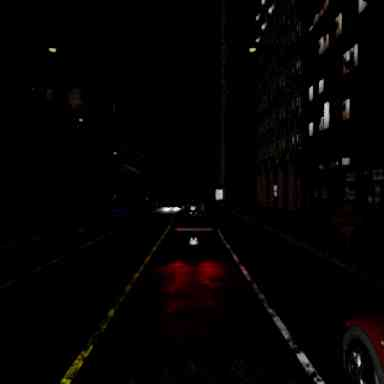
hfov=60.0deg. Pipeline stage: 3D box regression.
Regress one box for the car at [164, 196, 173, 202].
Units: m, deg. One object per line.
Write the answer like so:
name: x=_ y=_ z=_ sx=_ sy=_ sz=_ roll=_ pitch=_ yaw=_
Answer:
car: x=-5.680 y=1.707 z=81.357 sx=2.008 sy=1.369 sz=4.403 roll=0 pitch=0 yaw=0

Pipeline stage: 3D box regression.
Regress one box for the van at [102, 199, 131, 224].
van: x=-5.687 y=1.381 z=24.873 sx=1.690 sy=1.788 sz=3.998 roll=0 pitch=0 yaw=0

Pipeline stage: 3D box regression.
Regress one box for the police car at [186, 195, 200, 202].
police car: x=0.258 y=1.580 z=80.855 sx=1.930 sy=1.638 sz=5.238 roll=0 pitch=0 yaw=-18

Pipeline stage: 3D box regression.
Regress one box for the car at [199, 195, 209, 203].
car: x=2.700 y=1.582 z=75.708 sx=1.967 sy=1.590 sz=4.097 roll=0 pitch=0 yaw=0

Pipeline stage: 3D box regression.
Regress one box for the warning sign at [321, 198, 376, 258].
warning sign: x=5.069 y=1.133 z=10.867 sx=1.300 sy=1.860 sz=1.060 roll=0 pitch=0 yaw=0

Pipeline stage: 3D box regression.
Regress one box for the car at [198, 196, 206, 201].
car: x=2.702 y=1.750 z=92.654 sx=1.947 sy=1.339 sz=4.313 roll=0 pitch=0 yaw=0

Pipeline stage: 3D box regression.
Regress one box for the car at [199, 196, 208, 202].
car: x=2.700 y=1.706 z=81.357 sx=2.008 sy=1.369 sz=4.403 roll=0 pitch=0 yaw=0

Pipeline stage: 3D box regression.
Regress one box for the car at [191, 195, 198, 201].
car: x=0.793 y=1.685 z=90.886 sx=1.837 sy=1.490 sz=4.892 roll=0 pitch=0 yaw=1

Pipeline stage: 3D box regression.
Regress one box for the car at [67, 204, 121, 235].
car: x=-5.689 y=1.597 z=19.223 sx=1.947 sy=1.339 sz=4.313 roll=0 pitch=0 yaw=0

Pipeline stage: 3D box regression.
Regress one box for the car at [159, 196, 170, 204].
car: x=-5.682 y=1.570 z=70.061 sx=1.967 sy=1.590 sz=4.097 roll=0 pitch=0 yaw=0

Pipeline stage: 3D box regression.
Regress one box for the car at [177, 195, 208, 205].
car: x=0.072 y=1.397 z=28.790 sx=2.097 sy=1.767 sz=4.553 roll=0 pitch=0 yaw=0

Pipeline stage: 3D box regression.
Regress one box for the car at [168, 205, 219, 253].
car: x=0.071 y=1.514 z=13.823 sx=2.128 sy=1.511 sz=4.902 roll=0 pitch=0 yaw=0

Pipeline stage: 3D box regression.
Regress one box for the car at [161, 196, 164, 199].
car: x=-5.684 y=1.674 z=53.115 sx=1.802 sy=1.307 sz=4.206 roll=0 pitch=0 yaw=0

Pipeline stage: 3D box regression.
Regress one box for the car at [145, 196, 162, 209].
car: x=-5.685 y=1.662 z=47.466 sx=1.802 sy=1.307 sz=4.206 roll=0 pitch=0 yaw=0

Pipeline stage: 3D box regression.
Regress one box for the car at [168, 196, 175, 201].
car: x=-5.679 y=1.750 z=92.654 sx=1.947 sy=1.339 sz=4.313 roll=0 pitch=0 yaw=0

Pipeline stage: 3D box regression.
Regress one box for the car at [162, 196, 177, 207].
car: x=-3.070 y=1.690 z=51.694 sx=1.895 sy=1.301 sz=4.718 roll=0 pitch=0 yaw=0

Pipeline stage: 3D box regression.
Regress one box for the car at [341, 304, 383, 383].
car: x=2.690 y=1.444 z=2.276 sx=1.967 sy=1.590 sz=4.097 roll=0 pitch=0 yaw=0
